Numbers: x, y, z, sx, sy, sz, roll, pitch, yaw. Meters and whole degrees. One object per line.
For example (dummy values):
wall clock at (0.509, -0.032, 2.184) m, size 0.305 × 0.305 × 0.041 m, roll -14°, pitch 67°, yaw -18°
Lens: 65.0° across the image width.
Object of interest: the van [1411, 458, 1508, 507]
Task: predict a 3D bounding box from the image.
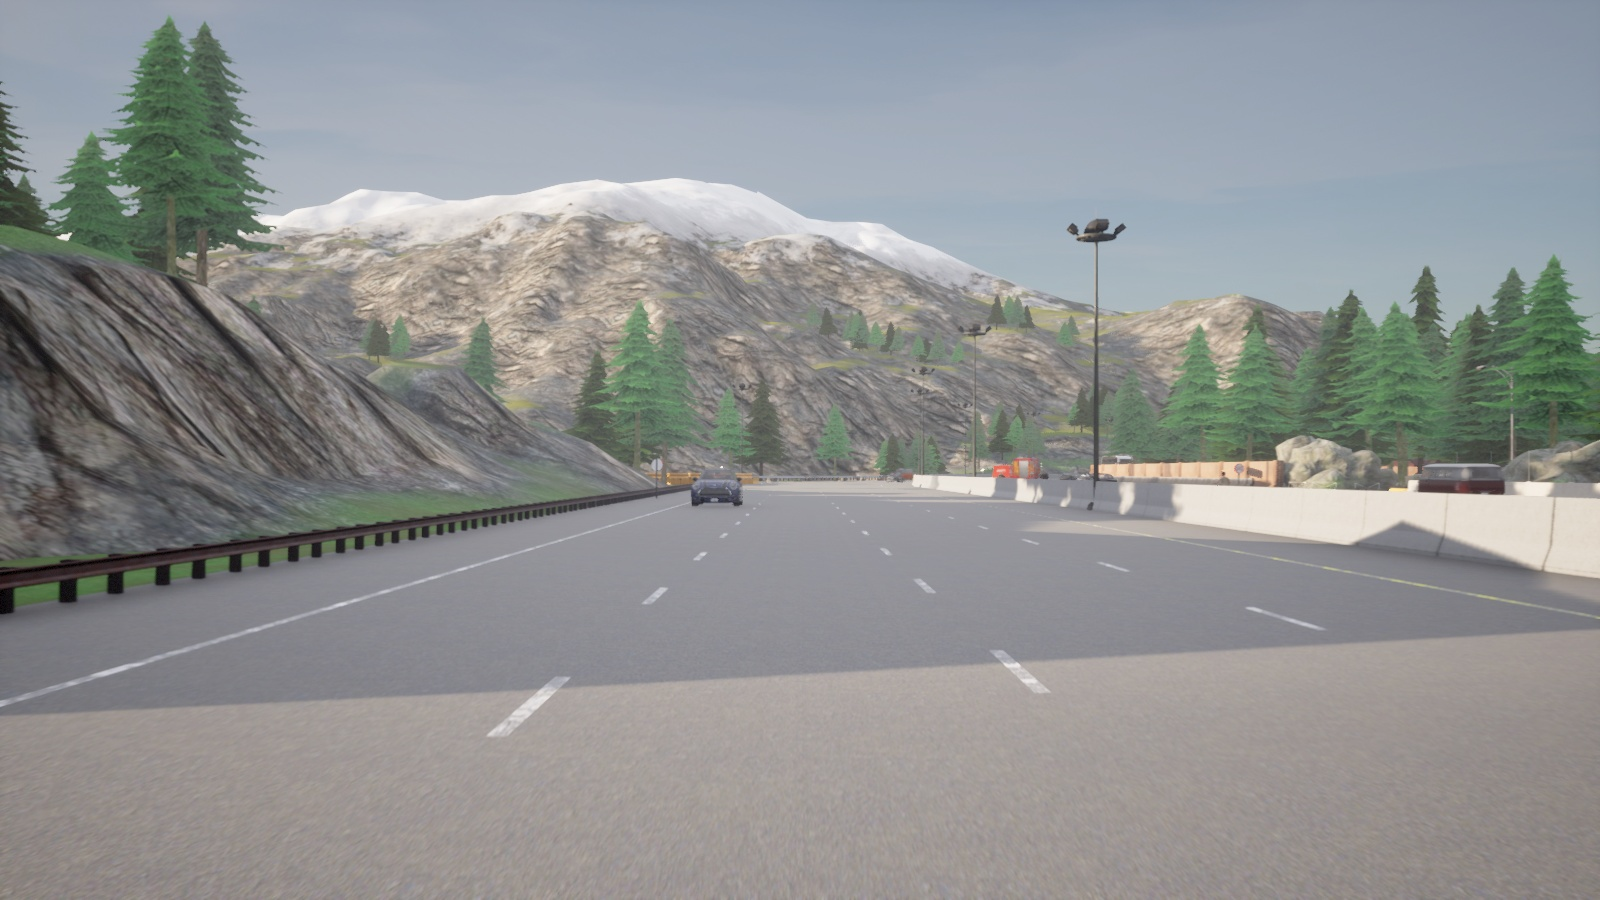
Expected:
van at (27.870, 1.347, 53.235) m, size 1.775 × 1.987 × 4.442 m, roll 0°, pitch -1°, yaw 0°

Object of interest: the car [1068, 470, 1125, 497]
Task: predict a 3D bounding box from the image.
car at (17.322, 1.933, 73.576) m, size 2.128 × 1.511 × 4.902 m, roll 0°, pitch -1°, yaw 0°

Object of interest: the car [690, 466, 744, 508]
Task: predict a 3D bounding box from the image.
car at (-3.635, 1.616, 55.483) m, size 2.097 × 1.767 × 4.553 m, roll 0°, pitch -1°, yaw 0°
